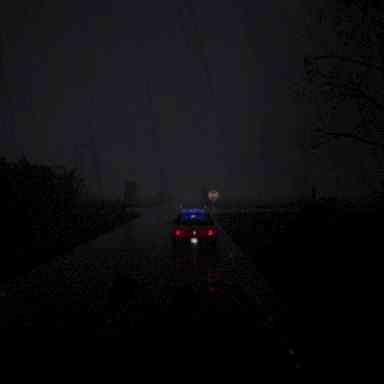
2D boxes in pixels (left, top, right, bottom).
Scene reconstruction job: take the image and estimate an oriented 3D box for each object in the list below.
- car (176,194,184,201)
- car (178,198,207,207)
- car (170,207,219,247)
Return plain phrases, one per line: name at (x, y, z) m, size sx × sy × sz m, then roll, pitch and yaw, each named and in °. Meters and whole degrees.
car at (-2.764, 1.251, 76.889) m, size 1.882 × 1.535 × 5.008 m, roll 0°, pitch 0°, yaw 0°
car at (0.093, 1.441, 24.793) m, size 1.882 × 1.535 × 5.008 m, roll 0°, pitch 0°, yaw 0°
car at (0.094, 1.582, 15.002) m, size 1.895 × 1.301 × 4.718 m, roll 0°, pitch 0°, yaw 0°
